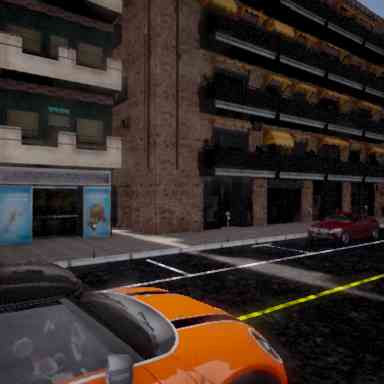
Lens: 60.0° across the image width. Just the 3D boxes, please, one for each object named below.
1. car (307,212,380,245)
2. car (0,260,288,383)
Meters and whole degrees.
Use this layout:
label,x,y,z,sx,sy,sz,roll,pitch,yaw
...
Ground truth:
label,x,y,z,sx,sy,sz,roll,pitch,yaw
car,7.172,1.583,15.538,4.206,1.307,1.802,0,0,-35
car,-1.344,1.351,2.474,4.553,1.767,2.097,0,0,-35
